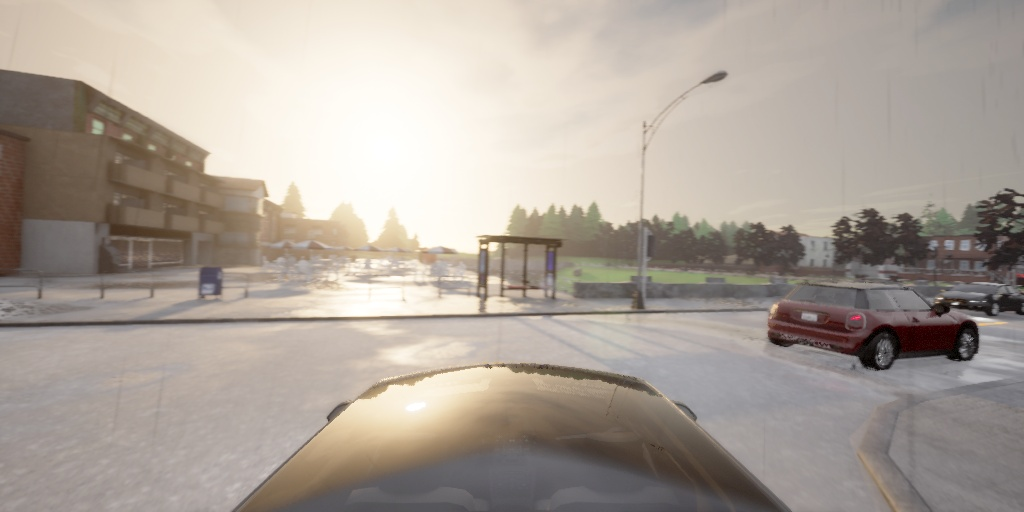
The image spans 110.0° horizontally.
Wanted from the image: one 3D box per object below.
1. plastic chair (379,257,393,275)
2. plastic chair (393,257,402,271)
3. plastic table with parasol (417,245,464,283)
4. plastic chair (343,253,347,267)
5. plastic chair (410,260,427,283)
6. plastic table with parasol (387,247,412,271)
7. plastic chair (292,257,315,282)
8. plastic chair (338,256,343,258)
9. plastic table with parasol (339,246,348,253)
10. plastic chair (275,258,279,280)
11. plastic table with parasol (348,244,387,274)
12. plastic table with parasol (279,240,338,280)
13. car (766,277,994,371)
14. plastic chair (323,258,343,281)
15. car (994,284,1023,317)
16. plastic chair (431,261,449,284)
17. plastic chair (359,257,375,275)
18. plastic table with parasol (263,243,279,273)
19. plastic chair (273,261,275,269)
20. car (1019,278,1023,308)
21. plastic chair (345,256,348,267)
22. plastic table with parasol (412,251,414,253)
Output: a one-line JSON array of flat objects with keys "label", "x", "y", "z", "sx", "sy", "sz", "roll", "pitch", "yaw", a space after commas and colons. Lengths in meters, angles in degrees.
[{"label": "plastic chair", "x": -10.627, "y": 0.933, "z": 30.200, "sx": 0.730, "sy": 1.272, "sz": 0.750, "roll": 0, "pitch": 0, "yaw": -19}, {"label": "plastic chair", "x": -11.900, "y": 0.895, "z": 36.670, "sx": 0.750, "sy": 1.272, "sz": 0.730, "roll": 0, "pitch": 0, "yaw": -20}, {"label": "plastic table with parasol", "x": -4.893, "y": 0.527, "z": 24.107, "sx": 2.482, "sy": 2.480, "sz": 2.482, "roll": 0, "pitch": 0, "yaw": -19}, {"label": "plastic chair", "x": -19.459, "y": 0.631, "z": 41.423, "sx": 0.750, "sy": 1.272, "sz": 0.730, "roll": 0, "pitch": 0, "yaw": -19}, {"label": "plastic chair", "x": -6.169, "y": 1.085, "z": 23.699, "sx": 0.730, "sy": 1.272, "sz": 0.750, "roll": 0, "pitch": 0, "yaw": -19}, {"label": "plastic table with parasol", "x": -12.174, "y": 0.283, "z": 37.822, "sx": 2.482, "sy": 2.480, "sz": 2.482, "roll": 0, "pitch": 0, "yaw": -19}, {"label": "plastic chair", "x": -12.242, "y": 0.865, "z": 21.076, "sx": 0.750, "sy": 1.272, "sz": 0.730, "roll": 0, "pitch": 0, "yaw": -19}, {"label": "plastic chair", "x": -17.380, "y": 0.698, "z": 35.382, "sx": 0.730, "sy": 1.272, "sz": 0.750, "roll": 0, "pitch": 0, "yaw": -19}, {"label": "plastic table with parasol", "x": -19.888, "y": 0.013, "z": 42.482, "sx": 2.482, "sy": 2.480, "sz": 2.482, "roll": 0, "pitch": 0, "yaw": -19}, {"label": "plastic chair", "x": -13.799, "y": 0.810, "z": 21.915, "sx": 0.730, "sy": 1.272, "sz": 0.750, "roll": 0, "pitch": 0, "yaw": -19}, {"label": "plastic table with parasol", "x": -11.935, "y": 0.282, "z": 29.855, "sx": 2.482, "sy": 2.480, "sz": 2.482, "roll": 0, "pitch": 0, "yaw": -19}, {"label": "plastic table with parasol", "x": -12.526, "y": 0.252, "z": 22.269, "sx": 2.482, "sy": 2.480, "sz": 2.482, "roll": 0, "pitch": 0, "yaw": -19}, {"label": "car", "x": 8.435, "y": 1.411, "z": 8.444, "sx": 4.553, "sy": 1.767, "sz": 2.097, "roll": 2, "pitch": 0, "yaw": -19}, {"label": "plastic chair", "x": -11.277, "y": 0.901, "z": 22.572, "sx": 0.730, "sy": 1.272, "sz": 0.750, "roll": 0, "pitch": 0, "yaw": -19}, {"label": "car", "x": 23.513, "y": 2.113, "z": 17.954, "sx": 4.892, "sy": 1.490, "sz": 1.837, "roll": 2, "pitch": 0, "yaw": -19}, {"label": "plastic chair", "x": -4.612, "y": 1.139, "z": 22.861, "sx": 0.750, "sy": 1.272, "sz": 0.730, "roll": 0, "pitch": 0, "yaw": -19}, {"label": "plastic chair", "x": -11.592, "y": 0.897, "z": 28.704, "sx": 0.750, "sy": 1.272, "sz": 0.730, "roll": 0, "pitch": 0, "yaw": -19}, {"label": "plastic table with parasol", "x": -17.402, "y": 0.084, "z": 27.558, "sx": 2.482, "sy": 2.480, "sz": 2.482, "roll": 0, "pitch": 0, "yaw": -19}, {"label": "plastic chair", "x": -16.949, "y": 0.703, "z": 26.468, "sx": 0.750, "sy": 1.272, "sz": 0.730, "roll": 0, "pitch": 0, "yaw": -20}, {"label": "car", "x": 32.796, "y": 2.296, "z": 21.137, "sx": 4.553, "sy": 1.767, "sz": 2.097, "roll": 2, "pitch": 0, "yaw": -19}, {"label": "plastic chair", "x": -13.149, "y": 0.842, "z": 29.543, "sx": 0.730, "sy": 1.272, "sz": 0.750, "roll": 0, "pitch": 0, "yaw": -19}, {"label": "plastic table with parasol", "x": -13.627, "y": 0.239, "z": 45.021, "sx": 2.482, "sy": 2.480, "sz": 2.482, "roll": 0, "pitch": 0, "yaw": -19}]
